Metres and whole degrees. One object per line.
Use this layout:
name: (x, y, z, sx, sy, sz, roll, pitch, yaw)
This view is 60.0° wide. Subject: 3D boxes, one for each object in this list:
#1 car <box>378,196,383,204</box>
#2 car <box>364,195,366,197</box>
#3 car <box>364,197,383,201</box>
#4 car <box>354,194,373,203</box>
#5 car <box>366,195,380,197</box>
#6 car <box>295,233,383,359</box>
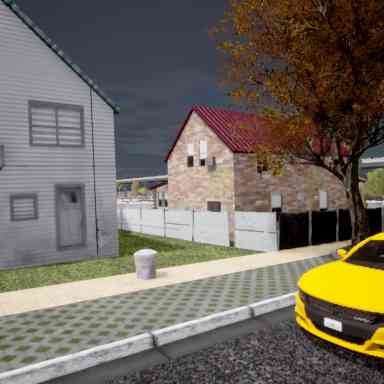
car: (38.473, 1.598, 64.501, 1.837, 1.490, 4.892, -2, 0, 0)
car: (31.993, 1.818, 66.402, 1.837, 1.490, 4.892, -2, 0, 0)
car: (28.530, 1.901, 51.185, 1.994, 1.385, 4.181, -2, 0, 1)
car: (38.557, 1.438, 74.903, 2.097, 1.767, 4.553, -2, 0, 0)
car: (35.223, 1.575, 64.815, 2.097, 1.767, 4.553, -2, 0, 0)
car: (3.894, 1.474, 5.843, 5.008, 1.535, 1.882, 0, 0, -35)
